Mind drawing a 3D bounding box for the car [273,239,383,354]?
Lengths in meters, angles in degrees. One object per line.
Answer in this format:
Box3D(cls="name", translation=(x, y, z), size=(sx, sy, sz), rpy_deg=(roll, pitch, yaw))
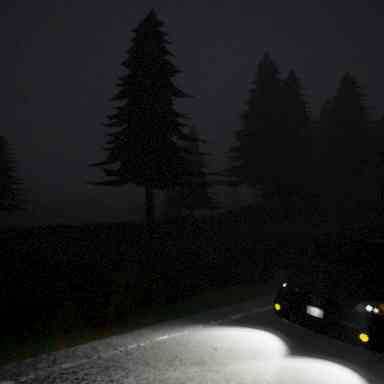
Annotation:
Box3D(cls="car", translation=(3.441, 1.599, 6.070), size=(4.181, 1.385, 1.994), rpy_deg=(0, 0, -35))
